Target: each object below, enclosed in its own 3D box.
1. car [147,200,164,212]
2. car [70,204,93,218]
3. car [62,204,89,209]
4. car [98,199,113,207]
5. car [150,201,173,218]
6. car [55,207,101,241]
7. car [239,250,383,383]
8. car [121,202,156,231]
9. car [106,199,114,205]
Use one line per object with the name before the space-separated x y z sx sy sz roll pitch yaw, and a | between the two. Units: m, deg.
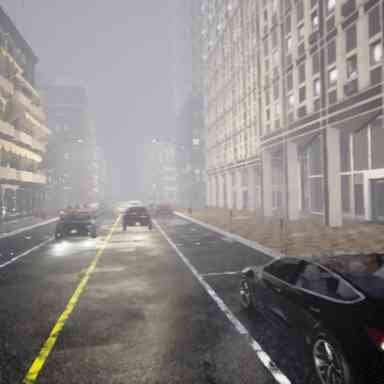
car | -4.880 1.823 43.902 2.008 1.369 4.403 -2 0 -10
car | -12.131 2.036 36.865 1.802 1.307 4.206 -2 0 -10
car | -11.142 1.848 31.305 1.967 1.590 4.097 -2 0 -10
car | -17.102 2.241 64.667 2.008 1.369 4.403 -2 0 -10
car | -2.892 1.724 32.781 1.887 1.381 4.507 -2 0 -10
car | -6.189 1.792 18.420 1.994 1.385 4.181 -2 0 -10
car | 2.078 1.521 4.980 1.947 1.339 4.313 -2 0 -10
car | -3.688 1.676 22.408 1.837 1.490 4.892 -2 0 -10
car | -20.416 2.434 82.933 1.802 1.307 4.206 -2 0 -10
